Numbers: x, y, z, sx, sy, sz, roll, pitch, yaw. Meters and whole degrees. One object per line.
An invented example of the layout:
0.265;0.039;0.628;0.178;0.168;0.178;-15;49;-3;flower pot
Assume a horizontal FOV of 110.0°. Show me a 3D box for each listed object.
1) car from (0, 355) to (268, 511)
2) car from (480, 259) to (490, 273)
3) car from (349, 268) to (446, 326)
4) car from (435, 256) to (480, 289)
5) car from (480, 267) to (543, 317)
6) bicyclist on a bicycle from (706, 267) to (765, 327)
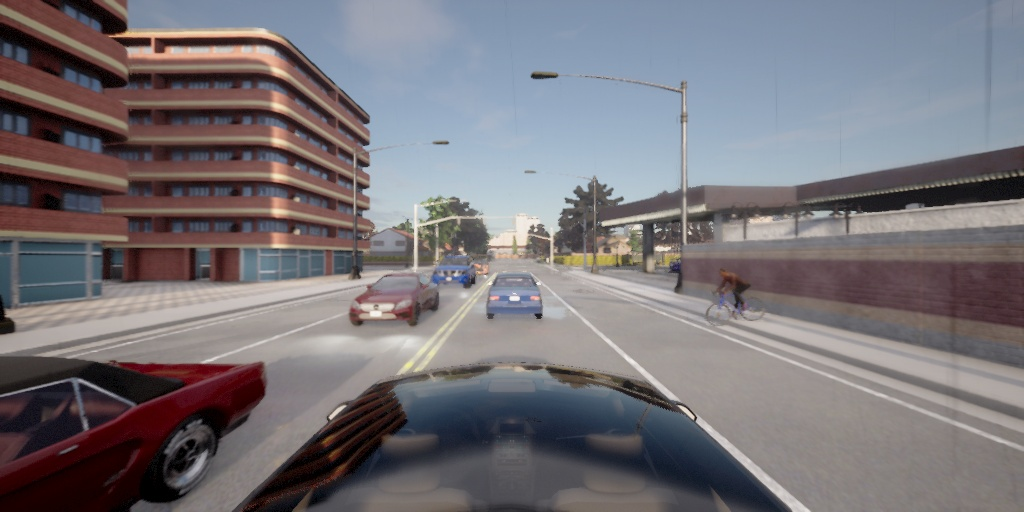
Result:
-3.597;1.354;1.664;1.895;1.301;4.718;0;0;0;car
-3.561;1.176;39.150;2.097;1.767;4.553;0;0;0;car
-3.617;1.280;11.863;1.812;1.442;4.674;0;0;0;car
-3.626;0.980;23.417;2.150;2.045;5.566;0;0;0;car
0.090;1.299;13.053;2.033;1.411;5.357;0;0;0;car
6.119;1.102;9.936;1.656;1.620;0.582;-9;0;0;bicyclist on a bicycle
